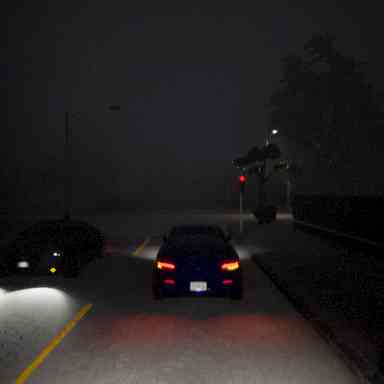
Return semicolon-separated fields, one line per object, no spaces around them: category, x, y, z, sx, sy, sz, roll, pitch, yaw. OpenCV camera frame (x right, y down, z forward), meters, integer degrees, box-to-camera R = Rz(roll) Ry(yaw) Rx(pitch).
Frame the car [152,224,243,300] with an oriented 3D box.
car;0.120;1.506;8.214;1.812;1.442;4.674;0;0;0

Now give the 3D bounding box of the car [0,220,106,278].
car;-3.992;1.540;9.907;1.994;1.385;4.181;0;0;1
